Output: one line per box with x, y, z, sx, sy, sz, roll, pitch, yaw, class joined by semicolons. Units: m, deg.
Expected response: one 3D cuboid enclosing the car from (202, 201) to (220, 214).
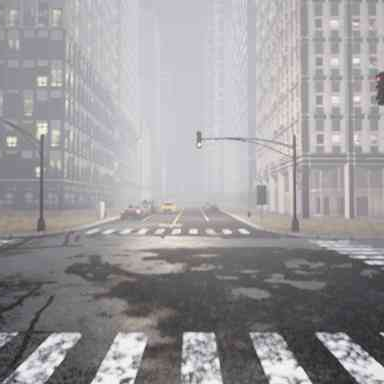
2.693;2.114;43.673;1.802;1.307;4.206;1;-1;0;car

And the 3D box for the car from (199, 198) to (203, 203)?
2.690;2.301;60.405;1.947;1.339;4.313;1;-1;0;car

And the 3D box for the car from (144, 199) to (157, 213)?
-5.681;1.846;43.613;2.192;1.841;5.009;1;-1;0;car

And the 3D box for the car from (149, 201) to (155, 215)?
-5.685;2.045;38.035;1.802;1.307;4.206;1;-1;0;car

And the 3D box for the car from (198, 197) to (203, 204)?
2.684;2.688;93.866;1.887;1.381;4.507;1;-1;0;car

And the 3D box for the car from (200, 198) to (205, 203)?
2.693;2.195;54.999;1.752;1.417;4.829;1;-1;0;car

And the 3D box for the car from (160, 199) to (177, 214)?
-3.010;2.003;43.031;1.882;1.535;5.008;0;0;0;car

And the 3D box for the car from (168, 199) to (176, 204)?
-5.697;2.709;93.783;1.947;1.339;4.313;1;-1;0;car

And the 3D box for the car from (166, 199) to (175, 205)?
-5.695;2.625;88.208;2.008;1.369;4.403;1;-1;0;car

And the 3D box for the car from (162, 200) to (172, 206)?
-5.693;2.489;77.058;2.008;1.369;4.403;1;-1;0;car

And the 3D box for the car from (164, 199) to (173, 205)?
-5.694;2.551;82.633;1.887;1.381;4.507;1;-1;0;car

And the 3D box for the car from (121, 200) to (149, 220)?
-5.681;1.836;32.462;1.967;1.590;4.097;1;-1;0;car

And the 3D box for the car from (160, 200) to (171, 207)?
-5.692;2.415;71.484;1.887;1.381;4.507;1;-1;0;car
